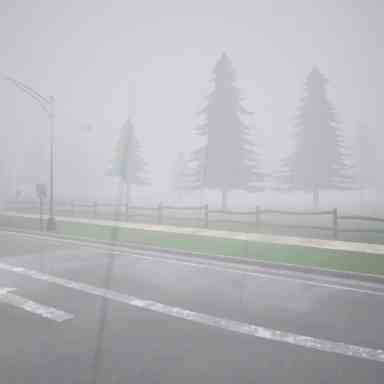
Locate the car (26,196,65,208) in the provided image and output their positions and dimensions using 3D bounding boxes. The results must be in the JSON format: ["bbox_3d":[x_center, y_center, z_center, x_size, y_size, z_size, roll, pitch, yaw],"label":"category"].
[{"bbox_3d":[-20.963,1.352,48.305,2.097,1.767,4.553,0,0,35],"label":"car"}]

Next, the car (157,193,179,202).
[{"bbox_3d":[-4.718,1.288,71.252,2.097,1.767,4.553,0,0,35],"label":"car"}]

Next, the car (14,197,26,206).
[{"bbox_3d":[-23.753,1.601,50.415,1.895,1.301,4.718,0,0,35],"label":"car"}]

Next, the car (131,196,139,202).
[{"bbox_3d":[-10.937,1.511,74.576,1.994,1.385,4.181,0,0,35],"label":"car"}]

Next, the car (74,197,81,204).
[{"bbox_3d":[-19.596,1.491,62.355,2.128,1.511,4.902,0,0,35],"label":"car"}]

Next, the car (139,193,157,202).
[{"bbox_3d":[-8.310,1.195,72.228,2.150,2.045,5.566,0,0,35],"label":"car"}]

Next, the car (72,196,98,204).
[{"bbox_3d":[-21.225,1.526,66.022,1.812,1.442,4.674,0,0,35],"label":"car"}]

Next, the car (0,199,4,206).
[{"bbox_3d":[-29.691,1.564,54.141,1.994,1.385,4.181,0,0,34],"label":"car"}]

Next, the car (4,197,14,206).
[{"bbox_3d":[-26.501,1.526,52.590,1.812,1.442,4.674,0,0,35],"label":"car"}]

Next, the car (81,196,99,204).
[{"bbox_3d":[-16.972,1.527,60.032,1.812,1.442,4.674,0,1,35],"label":"car"}]

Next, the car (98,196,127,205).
[{"bbox_3d":[-13.742,1.562,58.555,1.994,1.385,4.181,0,0,35],"label":"car"}]
